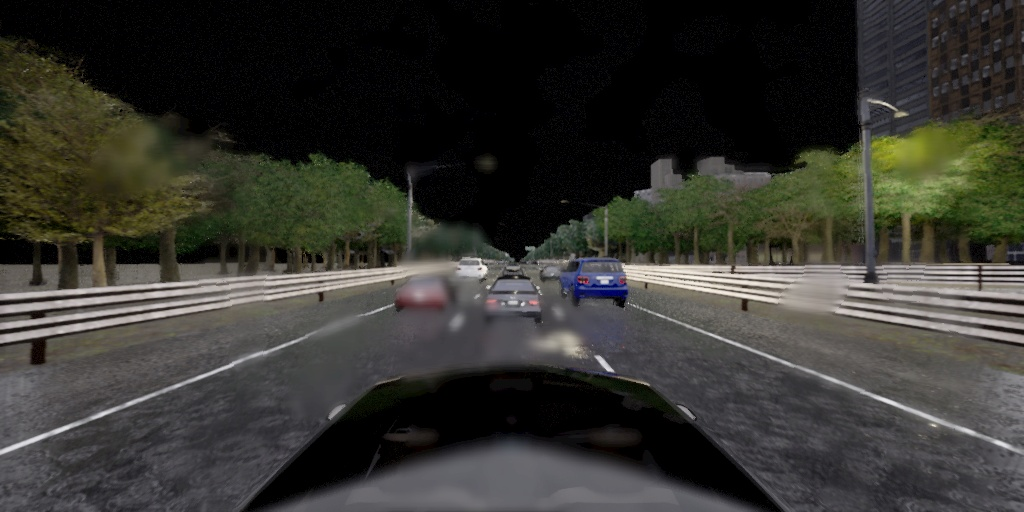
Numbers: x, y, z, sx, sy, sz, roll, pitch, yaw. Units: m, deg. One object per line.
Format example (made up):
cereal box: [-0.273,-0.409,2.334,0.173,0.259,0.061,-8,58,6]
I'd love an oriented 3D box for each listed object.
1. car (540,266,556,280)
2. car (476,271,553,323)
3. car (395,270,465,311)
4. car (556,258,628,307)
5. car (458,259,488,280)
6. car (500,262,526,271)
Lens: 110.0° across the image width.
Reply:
car: [3.602,1.597,33.212,1.994,1.385,4.181,0,0,0]
car: [0.070,1.413,12.682,2.033,1.411,5.357,0,-1,0]
car: [-3.421,1.457,15.251,1.994,1.385,4.181,0,-1,0]
car: [3.591,1.125,16.522,2.150,2.045,5.566,0,-1,0]
car: [-3.400,1.244,31.670,2.150,2.045,5.566,0,0,0]
car: [0.102,1.535,32.698,1.837,1.490,4.892,0,0,0]
